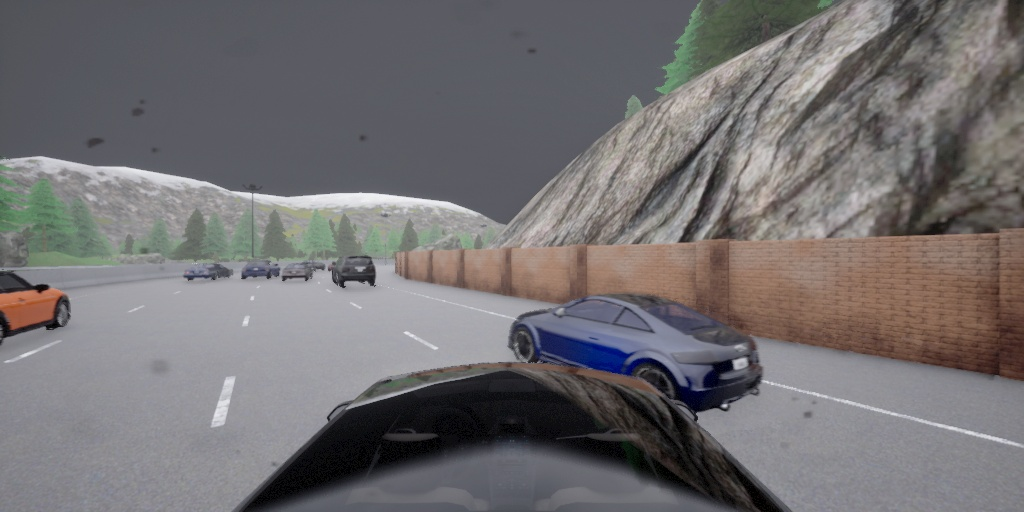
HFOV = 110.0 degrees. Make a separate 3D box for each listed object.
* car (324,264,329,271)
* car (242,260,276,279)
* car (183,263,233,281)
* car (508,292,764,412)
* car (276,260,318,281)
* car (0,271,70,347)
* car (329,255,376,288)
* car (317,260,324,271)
[{"bbox_3d":[-22.762,1.328,47.516,1.994,1.385,4.181,0,0,-8],"label":"car"},{"bbox_3d":[-22.470,1.114,32.329,2.097,1.767,4.553,0,0,-21],"label":"car"},{"bbox_3d":[-25.583,1.306,30.374,2.033,1.411,5.357,0,0,-21],"label":"car"},{"bbox_3d":[1.720,1.315,6.128,1.994,1.385,4.181,0,0,-35],"label":"car"},{"bbox_3d":[-17.817,1.306,29.939,2.033,1.411,5.357,0,0,-24],"label":"car"},{"bbox_3d":[-12.471,1.103,8.179,2.097,1.767,4.553,0,0,-35],"label":"car"},{"bbox_3d":[-10.879,0.980,24.543,2.150,2.045,5.566,0,0,-32],"label":"car"},{"bbox_3d":[-26.322,1.255,47.370,2.128,1.511,4.902,0,0,-7],"label":"car"}]
